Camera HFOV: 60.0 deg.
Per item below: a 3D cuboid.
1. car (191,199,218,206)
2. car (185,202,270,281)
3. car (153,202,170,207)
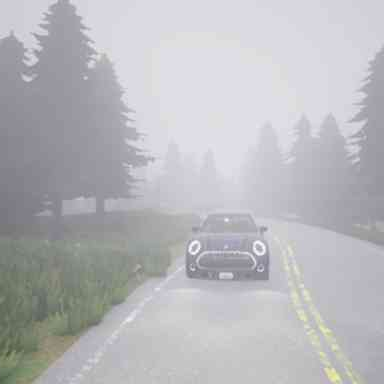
[{"bbox_3d":[1.466,1.569,35.287,1.837,1.490,4.892,3,-3,-27],"label":"car"},{"bbox_3d":[1.135,1.362,9.981,2.097,1.767,4.553,-1,0,9],"label":"car"},{"bbox_3d":[-4.731,2.073,43.521,4.674,1.442,1.812,-5,-7,44],"label":"car"}]
